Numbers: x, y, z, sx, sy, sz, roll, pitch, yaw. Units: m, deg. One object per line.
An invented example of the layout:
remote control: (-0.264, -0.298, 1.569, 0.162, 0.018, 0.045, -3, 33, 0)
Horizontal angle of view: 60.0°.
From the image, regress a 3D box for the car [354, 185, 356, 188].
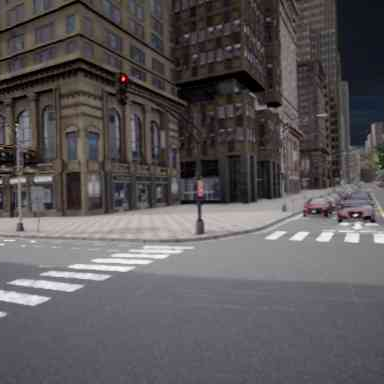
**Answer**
car: (30.050, -0.098, 64.281, 1.967, 1.590, 4.097, -1, 1, 28)

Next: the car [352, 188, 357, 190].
car: (22.897, 0.509, 44.782, 1.895, 1.301, 4.718, -2, 1, 28)

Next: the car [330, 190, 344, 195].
car: (14.628, 0.821, 34.845, 1.887, 1.381, 4.507, -1, 1, 28)

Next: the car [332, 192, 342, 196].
car: (12.057, 0.951, 29.939, 2.008, 1.369, 4.403, -1, 1, 28)

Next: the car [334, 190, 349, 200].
car: (22.342, 0.467, 49.564, 1.802, 1.307, 4.206, -1, 1, 28)

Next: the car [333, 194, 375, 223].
car: (10.192, 1.092, 20.626, 1.994, 1.385, 4.181, -2, 0, 28)

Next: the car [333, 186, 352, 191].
car: (19.764, 0.334, 44.655, 2.192, 1.841, 5.009, -1, 1, 28)

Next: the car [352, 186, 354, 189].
car: (24.909, 0.188, 54.469, 1.967, 1.590, 4.097, -1, 1, 28)

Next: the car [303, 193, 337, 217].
car: (9.486, 1.067, 25.033, 1.887, 1.381, 4.507, -1, 1, 28)

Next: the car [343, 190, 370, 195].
car: (15.392, 0.828, 30.548, 2.033, 1.411, 5.357, -2, 0, 28)

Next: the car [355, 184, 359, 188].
car: (40.334, -0.575, 83.907, 1.947, 1.339, 4.313, -1, 1, 28)
